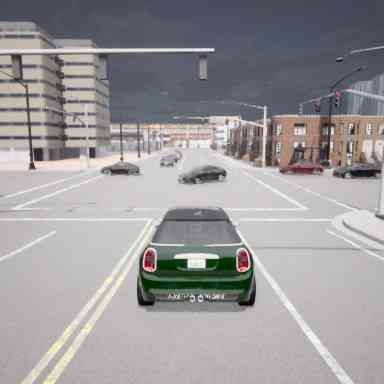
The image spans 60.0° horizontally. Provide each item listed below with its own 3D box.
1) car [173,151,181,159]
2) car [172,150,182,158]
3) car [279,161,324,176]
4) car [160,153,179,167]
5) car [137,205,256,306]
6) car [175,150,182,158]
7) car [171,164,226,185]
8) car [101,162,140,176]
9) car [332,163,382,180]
[{"bbox_3d":[-3.493,-5.941,58.206,1.882,1.535,5.008,0,9,0],"label":"car"},{"bbox_3d":[-3.384,-8.957,77.550,2.097,1.767,4.553,0,9,0],"label":"car"},{"bbox_3d":[11.778,-2.545,35.796,4.674,1.442,1.812,0,9,0],"label":"car"},{"bbox_3d":[-3.540,-4.530,48.869,2.128,1.511,4.902,0,9,1],"label":"car"},{"bbox_3d":[0.087,1.073,7.671,2.097,1.767,4.553,0,4,0],"label":"car"},{"bbox_3d":[-3.411,-7.282,67.500,1.812,1.442,4.674,0,9,1],"label":"car"},{"bbox_3d":[0.909,-1.535,28.927,4.892,1.490,1.837,-7,9,-41],"label":"car"},{"bbox_3d":[-7.680,-2.515,35.892,4.181,1.385,1.994,0,9,0],"label":"car"},{"bbox_3d":[16.252,-2.048,32.309,4.892,1.490,1.837,-1,9,0],"label":"car"}]
